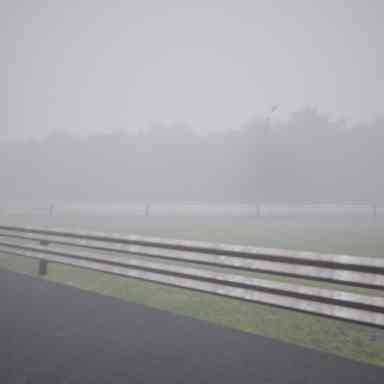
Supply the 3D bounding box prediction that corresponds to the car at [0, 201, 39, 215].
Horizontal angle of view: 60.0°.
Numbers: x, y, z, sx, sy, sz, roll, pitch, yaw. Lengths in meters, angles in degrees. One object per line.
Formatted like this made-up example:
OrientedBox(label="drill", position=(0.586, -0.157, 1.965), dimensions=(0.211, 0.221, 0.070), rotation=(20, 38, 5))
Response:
OrientedBox(label="car", position=(-21.074, 1.931, 40.092), dimensions=(5.366, 1.575, 1.801), rotation=(0, 0, 17))
